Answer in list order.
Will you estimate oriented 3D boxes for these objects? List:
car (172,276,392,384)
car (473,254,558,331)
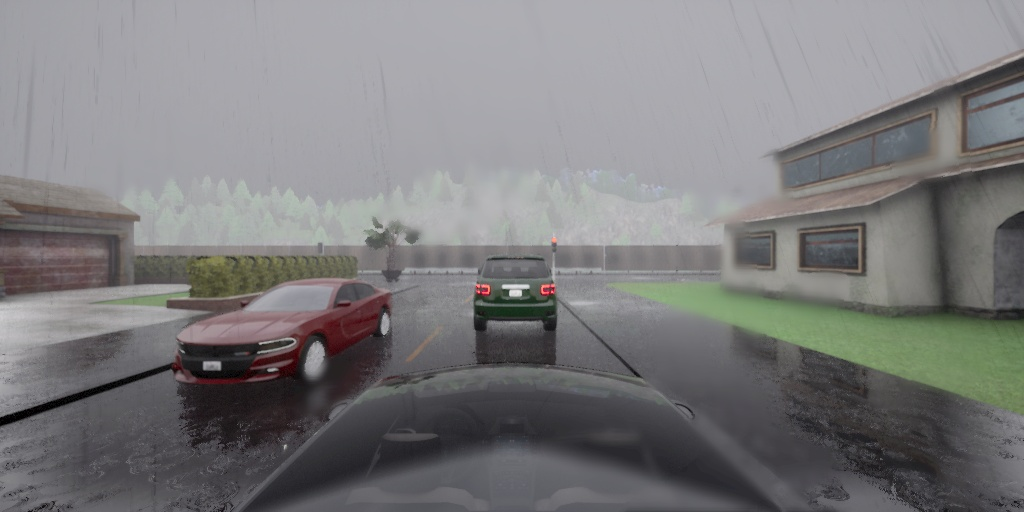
[{"bbox_3d":[-4.072,1.222,7.385,1.882,1.535,5.008,0,0,0],"label":"car"},{"bbox_3d":[0.087,0.963,11.085,2.150,2.045,5.566,0,0,0],"label":"car"}]
